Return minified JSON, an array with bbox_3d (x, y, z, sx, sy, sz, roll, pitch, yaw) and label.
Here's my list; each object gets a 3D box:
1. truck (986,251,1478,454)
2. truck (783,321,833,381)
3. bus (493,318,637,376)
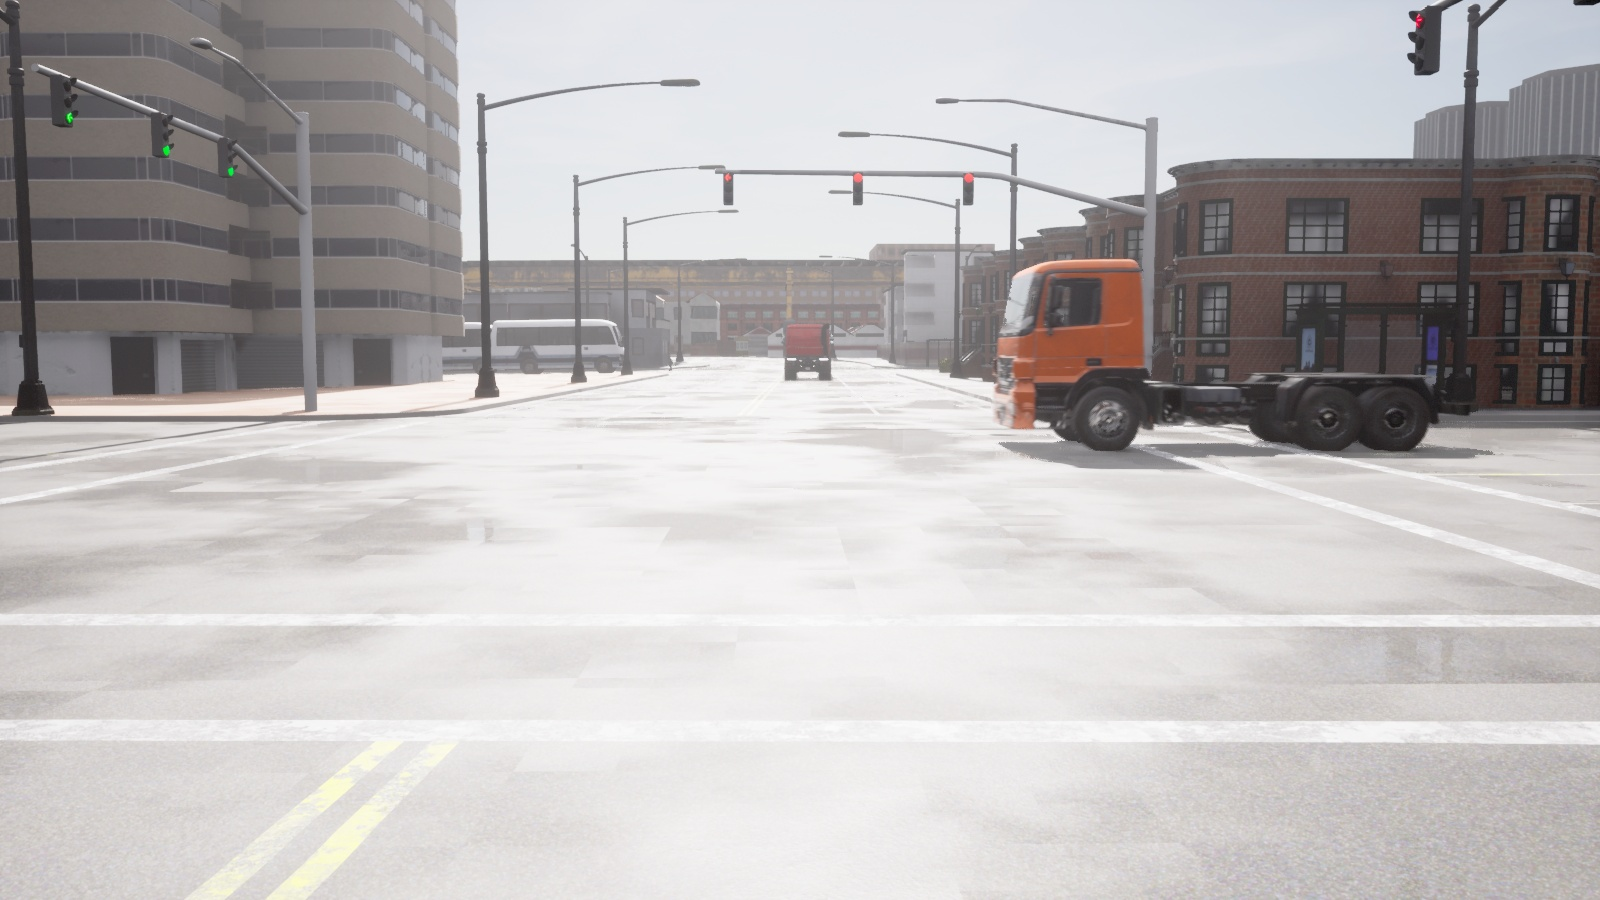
[{"bbox_3d":[7.604,-1.778,23.009,7.936,3.462,2.891,0,5,1],"label":"truck"},{"bbox_3d":[0.481,-6.112,77.452,2.891,3.462,7.936,0,5,0],"label":"truck"},{"bbox_3d":[-17.937,-7.935,96.678,10.273,4.253,3.944,-1,5,-1],"label":"bus"}]
